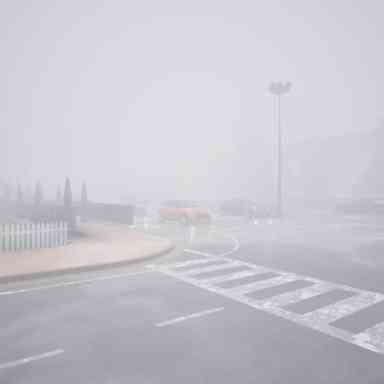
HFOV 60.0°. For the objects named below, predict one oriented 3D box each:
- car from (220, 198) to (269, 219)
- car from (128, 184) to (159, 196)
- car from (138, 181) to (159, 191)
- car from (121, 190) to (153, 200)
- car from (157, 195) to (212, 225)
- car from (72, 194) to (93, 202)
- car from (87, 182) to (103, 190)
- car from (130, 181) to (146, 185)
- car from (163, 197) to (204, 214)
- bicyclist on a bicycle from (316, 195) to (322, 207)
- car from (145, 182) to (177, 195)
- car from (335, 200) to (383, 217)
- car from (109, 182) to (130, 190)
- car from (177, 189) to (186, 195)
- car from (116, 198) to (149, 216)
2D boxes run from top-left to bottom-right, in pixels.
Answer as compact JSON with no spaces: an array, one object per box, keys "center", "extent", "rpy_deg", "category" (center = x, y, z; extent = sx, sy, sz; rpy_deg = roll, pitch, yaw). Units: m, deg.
[{"center":[4.511,1.346,28.917],"extent":[2.097,1.767,4.553],"rpy_deg":[0,0,-37],"category":"car"},{"center":[-8.532,0.058,57.943],"extent":[2.033,1.411,5.357],"rpy_deg":[0,6,-37],"category":"car"},{"center":[-9.199,-1.361,70.482],"extent":[2.128,1.511,4.902],"rpy_deg":[0,7,-37],"category":"car"},{"center":[-7.866,1.004,45.255],"extent":[2.033,1.411,5.357],"rpy_deg":[0,4,-37],"category":"car"},{"center":[-0.598,1.351,24.066],"extent":[2.097,1.767,4.553],"rpy_deg":[0,0,-37],"category":"car"},{"center":[-14.049,0.989,41.829],"extent":[1.895,1.301,4.718],"rpy_deg":[0,4,-37],"category":"car"},{"center":[-16.886,-0.862,57.408],"extent":[1.812,1.442,4.674],"rpy_deg":[0,7,-37],"category":"car"},{"center":[-11.972,-1.422,68.346],"extent":[2.097,1.767,4.553],"rpy_deg":[0,7,-37],"category":"car"},{"center":[-1.060,1.423,36.256],"extent":[1.882,1.535,5.008],"rpy_deg":[0,1,-37],"category":"car"},{"center":[18.084,1.290,47.388],"extent":[1.656,1.620,0.582],"rpy_deg":[0,0,-37],"category":"bicyclist on a bicycle"},{"center":[-5.729,-0.270,60.039],"extent":[2.150,2.045,5.566],"rpy_deg":[0,6,-37],"category":"car"},{"center":[16.065,1.476,31.398],"extent":[1.882,1.535,5.008],"rpy_deg":[0,0,-37],"category":"car"},{"center":[-14.796,-1.300,66.277],"extent":[1.882,1.535,5.008],"rpy_deg":[0,7,-37],"category":"car"},{"center":[-3.205,0.062,62.506],"extent":[1.895,1.301,4.718],"rpy_deg":[0,7,-37],"category":"car"},{"center":[-6.031,1.566,31.220],"extent":[1.895,1.301,4.718],"rpy_deg":[0,1,-37],"category":"car"}]
